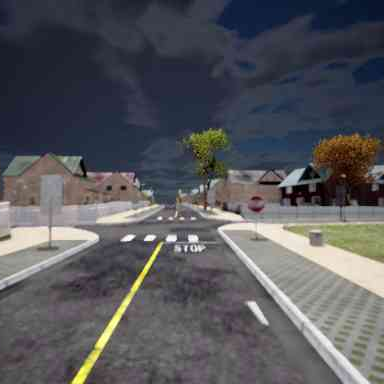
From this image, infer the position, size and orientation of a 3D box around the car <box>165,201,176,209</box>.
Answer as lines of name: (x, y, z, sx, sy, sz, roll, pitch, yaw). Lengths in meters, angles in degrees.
car: (-4.311, 2.587, 67.070, 2.097, 1.767, 4.553, 0, -2, -3)
